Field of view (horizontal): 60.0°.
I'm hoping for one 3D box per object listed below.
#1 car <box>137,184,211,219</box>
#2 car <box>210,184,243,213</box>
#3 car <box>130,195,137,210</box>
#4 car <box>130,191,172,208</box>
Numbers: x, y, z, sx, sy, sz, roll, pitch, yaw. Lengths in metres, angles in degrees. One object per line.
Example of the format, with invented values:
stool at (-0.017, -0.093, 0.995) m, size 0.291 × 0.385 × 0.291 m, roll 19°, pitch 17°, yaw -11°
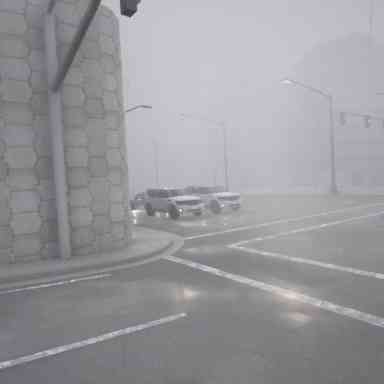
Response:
car at (-1.452, 0.662, 23.624) m, size 2.150 × 2.045 × 5.566 m, roll -5°, pitch 3°, yaw -35°
car at (1.393, 0.427, 25.649) m, size 2.150 × 2.045 × 5.566 m, roll -5°, pitch 3°, yaw -35°
car at (-6.874, 1.002, 31.325) m, size 1.994 × 1.385 × 4.181 m, roll -5°, pitch 3°, yaw -35°
car at (-4.223, 0.694, 33.624) m, size 2.128 × 1.511 × 4.902 m, roll -5°, pitch 3°, yaw -35°
